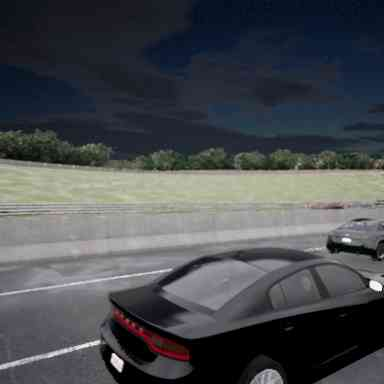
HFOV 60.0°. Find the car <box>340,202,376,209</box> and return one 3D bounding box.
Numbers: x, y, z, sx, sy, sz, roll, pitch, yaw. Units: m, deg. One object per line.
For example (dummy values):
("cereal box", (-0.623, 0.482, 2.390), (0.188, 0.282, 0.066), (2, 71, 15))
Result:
("car", (20.303, 2.043, 39.961), (4.892, 1.490, 1.837), (1, 0, -35))

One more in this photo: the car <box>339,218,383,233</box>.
("car", (7.225, 1.740, 13.202), (4.181, 1.385, 1.994), (1, -1, -36))

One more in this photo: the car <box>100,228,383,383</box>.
("car", (1.291, 1.523, 4.669), (5.008, 1.535, 1.882), (1, -1, -35))

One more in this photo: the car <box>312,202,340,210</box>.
("car", (17.195, 2.003, 42.047), (5.008, 1.535, 1.882), (1, -1, -35))
